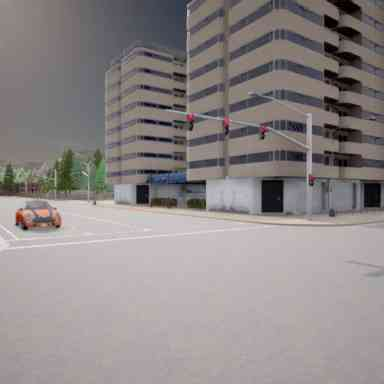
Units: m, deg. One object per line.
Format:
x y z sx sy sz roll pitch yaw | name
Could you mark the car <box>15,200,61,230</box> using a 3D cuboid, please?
-9.812 1.350 21.082 2.097 1.767 4.553 0 0 -35 | car
